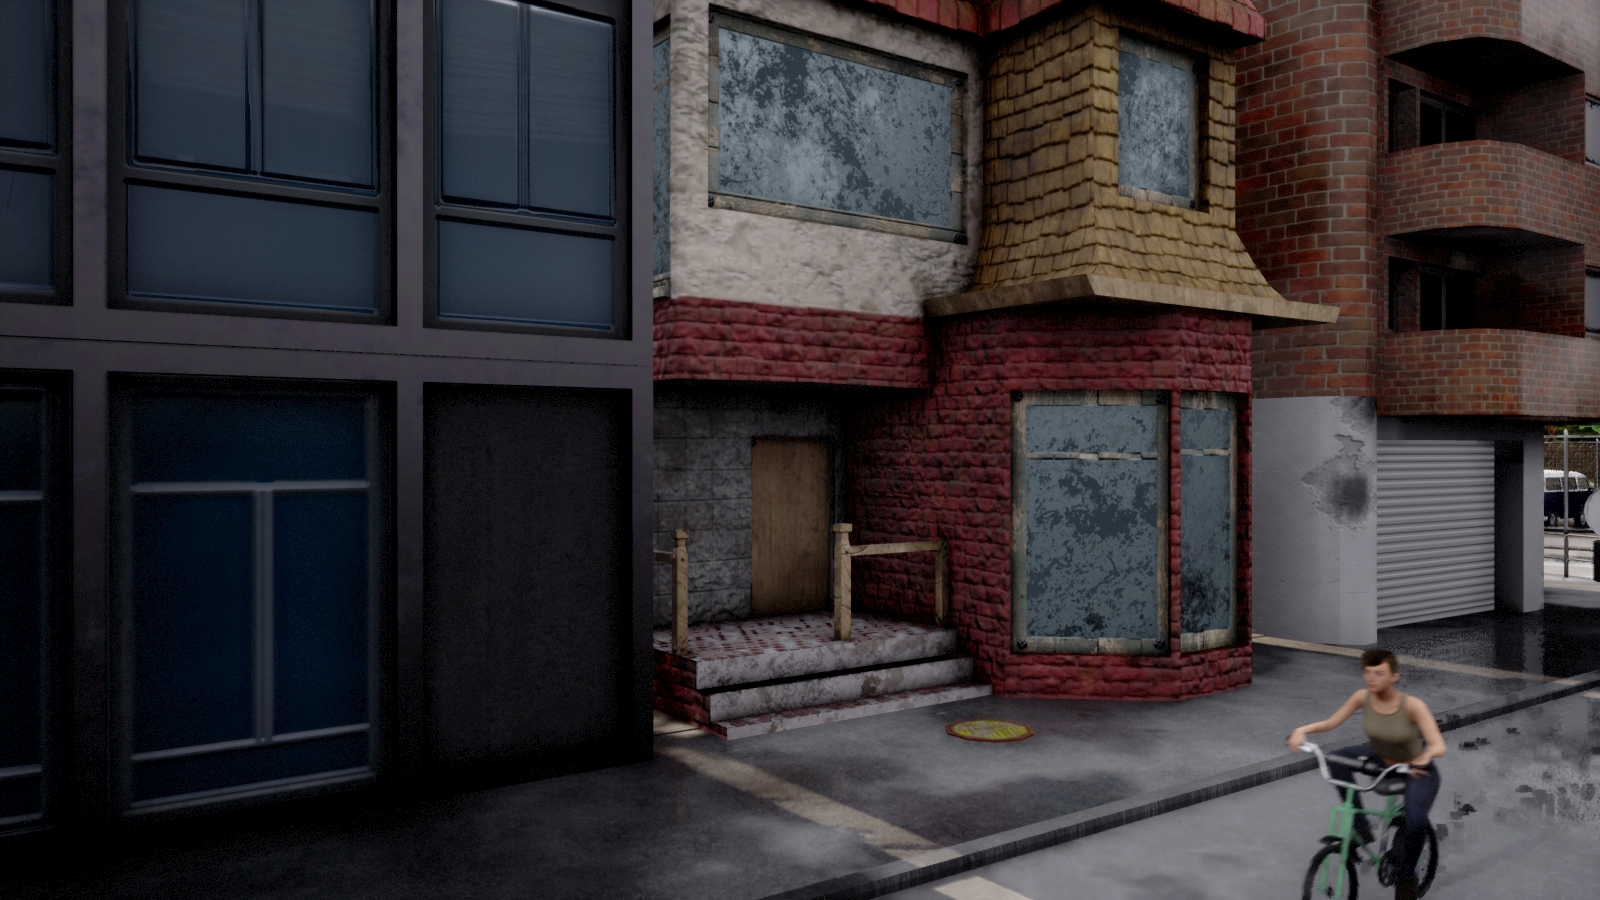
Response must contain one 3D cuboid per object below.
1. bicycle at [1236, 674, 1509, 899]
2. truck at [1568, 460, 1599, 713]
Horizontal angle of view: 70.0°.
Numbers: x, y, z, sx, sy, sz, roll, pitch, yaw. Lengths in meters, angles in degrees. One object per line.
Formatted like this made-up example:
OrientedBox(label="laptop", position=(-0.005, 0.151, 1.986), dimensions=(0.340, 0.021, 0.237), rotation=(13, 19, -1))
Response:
OrientedBox(label="bicycle", position=(3.426, 2.033, 6.817), dimensions=(1.487, 1.080, 0.859), rotation=(0, 0, -36))
OrientedBox(label="truck", position=(10.555, 1.342, 11.856), dimensions=(5.204, 2.467, 2.627), rotation=(0, 0, -35))
